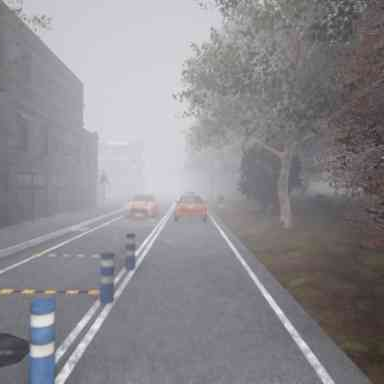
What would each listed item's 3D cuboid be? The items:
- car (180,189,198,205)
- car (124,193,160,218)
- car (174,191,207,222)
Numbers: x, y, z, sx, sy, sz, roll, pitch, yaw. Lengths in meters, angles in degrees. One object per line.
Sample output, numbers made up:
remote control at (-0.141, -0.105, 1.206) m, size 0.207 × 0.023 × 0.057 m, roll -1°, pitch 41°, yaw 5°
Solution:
car at (-0.381, 0.597, 41.888) m, size 2.097 × 1.767 × 4.553 m, roll 1°, pitch 1°, yaw -1°
car at (-3.572, 0.904, 24.332) m, size 2.097 × 1.767 × 4.553 m, roll 1°, pitch 1°, yaw -1°
car at (-0.107, 0.966, 22.835) m, size 2.097 × 1.767 × 4.553 m, roll 1°, pitch 1°, yaw -1°
